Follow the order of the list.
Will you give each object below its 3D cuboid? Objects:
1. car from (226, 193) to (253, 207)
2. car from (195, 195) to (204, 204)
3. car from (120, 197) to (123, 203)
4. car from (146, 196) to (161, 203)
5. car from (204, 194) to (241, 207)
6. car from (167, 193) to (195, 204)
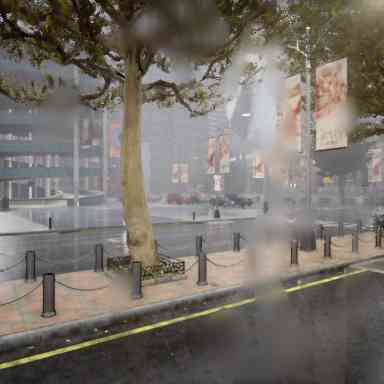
[{"bbox_3d":[7.221,1.221,53.110,2.150,2.045,5.566,0,0,-36],"label":"car"},{"bbox_3d":[1.245,1.356,61.345,2.097,1.767,4.553,0,0,-37],"label":"car"},{"bbox_3d":[-13.201,1.500,70.767,4.892,1.490,1.837,0,0,30],"label":"car"},{"bbox_3d":[-9.287,1.540,72.423,5.357,1.411,2.033,0,0,37],"label":"car"},{"bbox_3d":[4.610,1.491,50.738,2.128,1.511,4.902,0,0,-35],"label":"car"},{"bbox_3d":[-2.435,1.219,60.496,2.150,2.045,5.566,0,0,-38],"label":"car"}]
